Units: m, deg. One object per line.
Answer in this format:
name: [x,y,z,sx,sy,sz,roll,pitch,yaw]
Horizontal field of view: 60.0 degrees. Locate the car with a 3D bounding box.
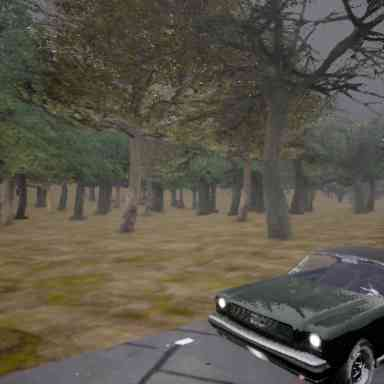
car: [2.566,1.624,5.271,4.718,1.301,1.895,0,0,-36]
